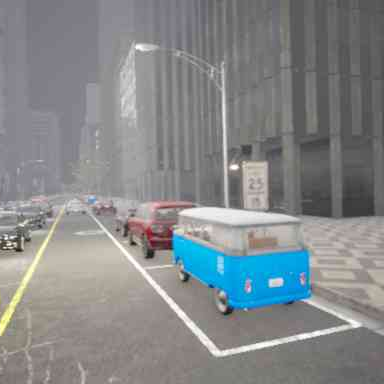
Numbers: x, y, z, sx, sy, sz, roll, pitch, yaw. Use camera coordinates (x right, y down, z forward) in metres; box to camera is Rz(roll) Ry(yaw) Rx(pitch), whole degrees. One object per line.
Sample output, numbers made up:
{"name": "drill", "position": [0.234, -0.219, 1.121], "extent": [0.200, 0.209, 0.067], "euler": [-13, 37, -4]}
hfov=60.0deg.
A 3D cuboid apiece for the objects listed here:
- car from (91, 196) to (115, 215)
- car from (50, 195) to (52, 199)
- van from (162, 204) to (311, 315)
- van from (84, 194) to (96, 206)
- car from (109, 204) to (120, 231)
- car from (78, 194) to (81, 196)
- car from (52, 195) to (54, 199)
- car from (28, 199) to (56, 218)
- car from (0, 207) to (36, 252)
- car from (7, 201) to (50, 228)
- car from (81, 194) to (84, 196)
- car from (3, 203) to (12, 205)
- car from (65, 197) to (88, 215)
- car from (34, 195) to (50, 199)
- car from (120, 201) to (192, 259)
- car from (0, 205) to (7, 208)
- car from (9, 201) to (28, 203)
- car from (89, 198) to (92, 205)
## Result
{"name": "car", "position": [-8.810, 1.459, 33.827], "extent": [1.967, 1.590, 4.097], "euler": [-2, 0, -20]}
{"name": "car", "position": [-28.342, 1.624, 62.772], "extent": [2.192, 1.841, 5.009], "euler": [-2, 0, -20]}
{"name": "van", "position": [0.775, 1.284, 7.306], "extent": [1.690, 1.788, 3.998], "euler": [-2, 0, -20]}
{"name": "van", "position": [-16.483, 1.406, 55.042], "extent": [1.690, 1.788, 3.998], "euler": [-2, 0, -20]}
{"name": "car", "position": [-3.054, 1.540, 17.916], "extent": [1.947, 1.339, 4.313], "euler": [-2, 0, -20]}
{"name": "car", "position": [-27.989, 1.530, 86.867], "extent": [1.967, 1.590, 4.097], "euler": [-2, 0, -20]}
{"name": "car", "position": [-32.101, 1.840, 73.182], "extent": [1.752, 1.417, 4.829], "euler": [-1, 1, -19]}
{"name": "car", "position": [-14.524, 1.707, 32.259], "extent": [1.812, 1.442, 4.674], "euler": [-2, 0, -20]}
{"name": "car", "position": [-8.033, 1.637, 14.167], "extent": [1.837, 1.490, 4.892], "euler": [-2, 0, -20]}
{"name": "car", "position": [-11.211, 1.662, 22.975], "extent": [1.837, 1.490, 4.892], "euler": [-2, 0, -20]}
{"name": "car", "position": [-22.295, 1.603, 71.150], "extent": [1.752, 1.417, 4.829], "euler": [-1, 1, -19]}
{"name": "car", "position": [-14.912, 1.819, 25.649], "extent": [1.802, 1.307, 4.206], "euler": [-2, 0, -20]}
{"name": "car", "position": [-12.489, 1.629, 35.764], "extent": [1.812, 1.442, 4.674], "euler": [-2, 1, -19]}
{"name": "car", "position": [-26.423, 1.619, 57.468], "extent": [2.192, 1.841, 5.009], "euler": [-2, 0, -20]}
{"name": "car", "position": [-1.143, 1.275, 12.610], "extent": [2.192, 1.841, 5.009], "euler": [-2, 0, -20]}
{"name": "car", "position": [-12.996, 1.767, 20.345], "extent": [1.887, 1.381, 4.507], "euler": [-2, 0, -20]}
{"name": "car", "position": [-16.833, 1.692, 30.952], "extent": [1.967, 1.590, 4.097], "euler": [-2, 0, -20]}
{"name": "car", "position": [-10.725, 1.614, 39.133], "extent": [1.802, 1.307, 4.206], "euler": [-2, 0, -20]}
